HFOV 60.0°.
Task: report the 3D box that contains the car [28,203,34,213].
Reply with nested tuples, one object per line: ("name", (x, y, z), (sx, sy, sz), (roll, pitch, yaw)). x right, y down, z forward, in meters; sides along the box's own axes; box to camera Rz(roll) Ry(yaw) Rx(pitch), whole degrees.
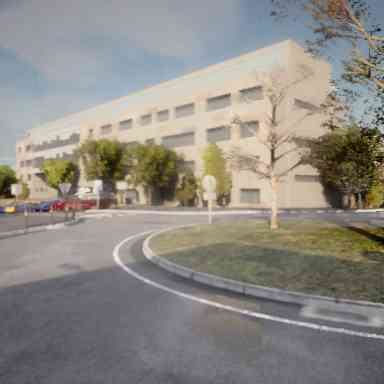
("car", (-19.334, 1.988, 45.820), (2.163, 1.488, 4.792), (-4, -2, 39))

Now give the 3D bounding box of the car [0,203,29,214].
("car", (-29.994, 2.779, 54.814), (1.946, 1.575, 5.366), (-4, -2, 39))

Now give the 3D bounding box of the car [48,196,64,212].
("car", (-15.046, 1.634, 42.349), (2.097, 1.535, 5.008), (-4, -2, 39))

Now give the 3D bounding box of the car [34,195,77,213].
("car", (-17.191, 1.542, 44.062), (2.435, 2.045, 5.566), (-4, -2, 39))

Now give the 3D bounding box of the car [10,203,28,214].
("car", (-23.615, 2.318, 49.396), (2.163, 1.488, 4.792), (-4, -2, 39))

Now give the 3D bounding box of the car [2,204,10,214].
("car", (-25.676, 2.448, 51.283), (1.946, 1.575, 5.366), (-4, -2, 39))

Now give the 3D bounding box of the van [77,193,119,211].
("van", (-10.637, 1.137, 38.891), (1.878, 1.987, 4.442), (-3, -1, 39))

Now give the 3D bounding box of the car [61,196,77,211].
("car", (-12.836, 1.516, 40.581), (2.163, 1.488, 4.792), (-4, -1, 39))

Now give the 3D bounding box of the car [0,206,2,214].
("car", (-27.933, 2.649, 52.927), (2.163, 1.488, 4.792), (-4, -2, 39))
